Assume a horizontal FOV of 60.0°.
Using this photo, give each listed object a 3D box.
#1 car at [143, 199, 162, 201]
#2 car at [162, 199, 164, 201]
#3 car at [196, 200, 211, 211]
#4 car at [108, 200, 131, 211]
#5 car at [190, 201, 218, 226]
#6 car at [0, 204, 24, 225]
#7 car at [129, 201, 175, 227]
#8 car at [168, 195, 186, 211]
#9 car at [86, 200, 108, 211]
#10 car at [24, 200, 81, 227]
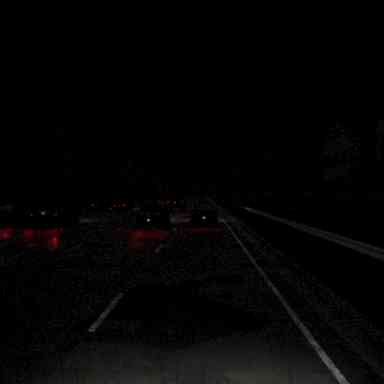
[{"bbox_3d":[-5.545,1.685,43.101,1.882,1.535,5.008,0,0,2],"label":"car"},{"bbox_3d":[-5.170,1.825,53.514,1.994,1.385,4.181,0,0,2],"label":"car"},{"bbox_3d":[1.579,1.838,45.783,1.895,1.301,4.718,0,0,3],"label":"car"},{"bbox_3d":[-9.006,1.753,44.080,2.033,1.411,5.357,0,0,2],"label":"car"},{"bbox_3d":[0.903,1.607,24.926,1.882,1.535,5.008,0,0,2],"label":"car"},{"bbox_3d":[-13.104,1.625,24.961,1.812,1.442,4.674,0,0,2],"label":"car"},{"bbox_3d":[-2.651,1.605,23.491,2.128,1.511,4.902,0,0,2],"label":"car"},{"bbox_3d":[-2.009,1.443,43.863,2.150,2.045,5.566,0,0,2],"label":"car"},{"bbox_3d":[-12.483,1.748,44.679,2.033,1.411,5.357,0,0,2],"label":"car"},{"bbox_3d":[-9.640,1.454,23.874,2.097,1.767,4.553,0,0,2],"label":"car"}]
